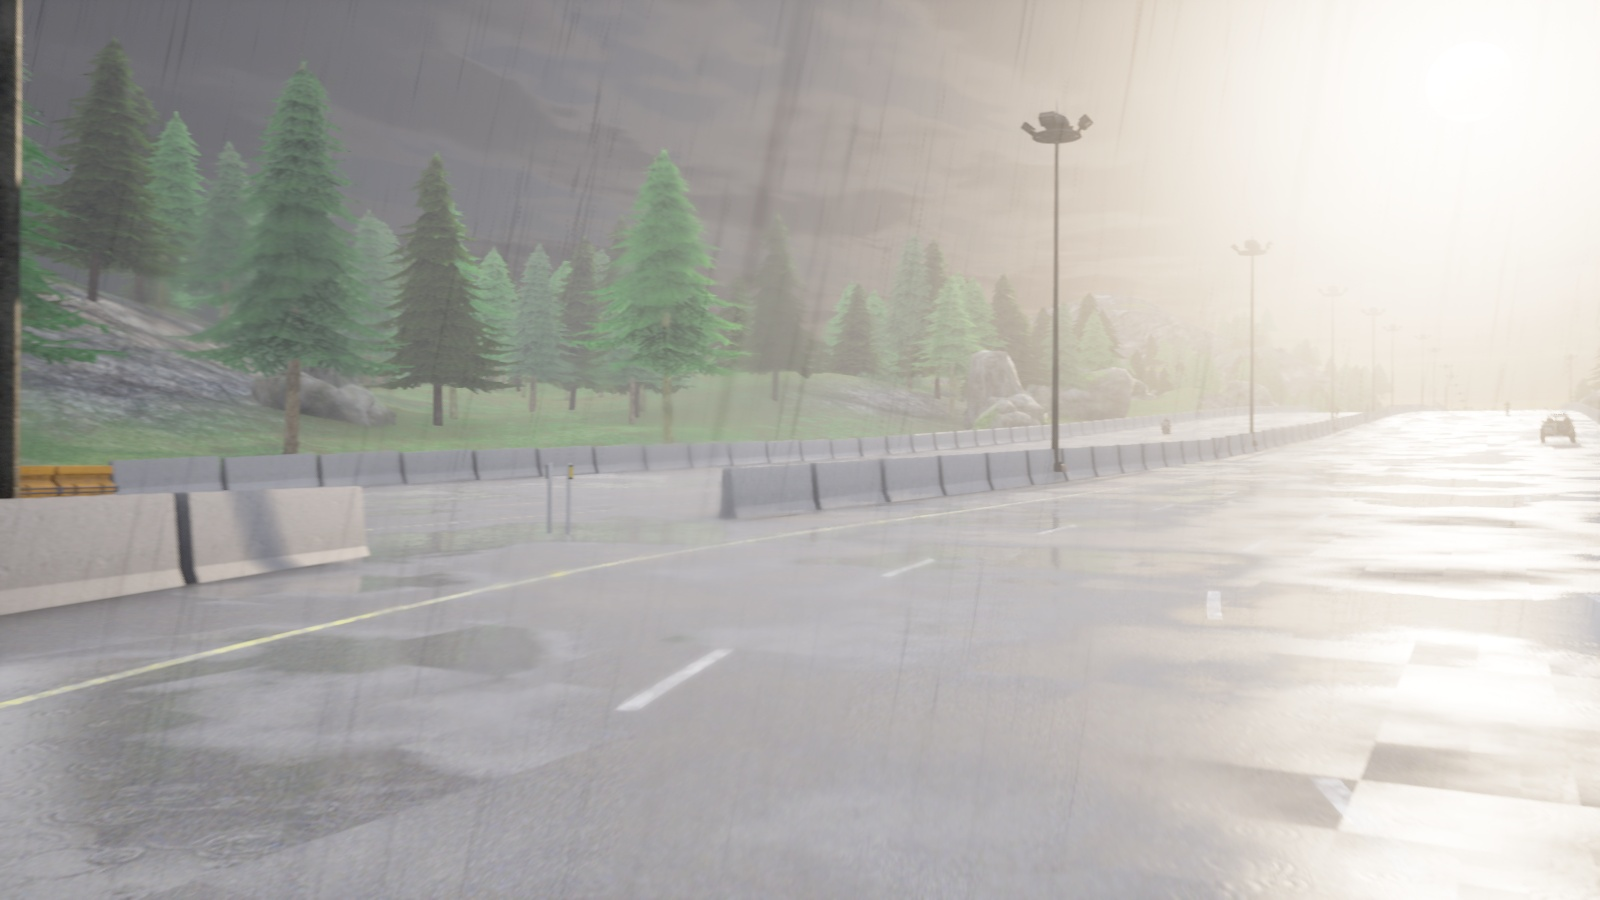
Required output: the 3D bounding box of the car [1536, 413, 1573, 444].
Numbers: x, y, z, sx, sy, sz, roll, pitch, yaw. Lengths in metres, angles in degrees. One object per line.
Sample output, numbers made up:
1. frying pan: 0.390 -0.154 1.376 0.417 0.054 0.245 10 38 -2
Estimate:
1. car: 48.038 -1.372 79.972 1.932 1.855 4.605 0 3 30
